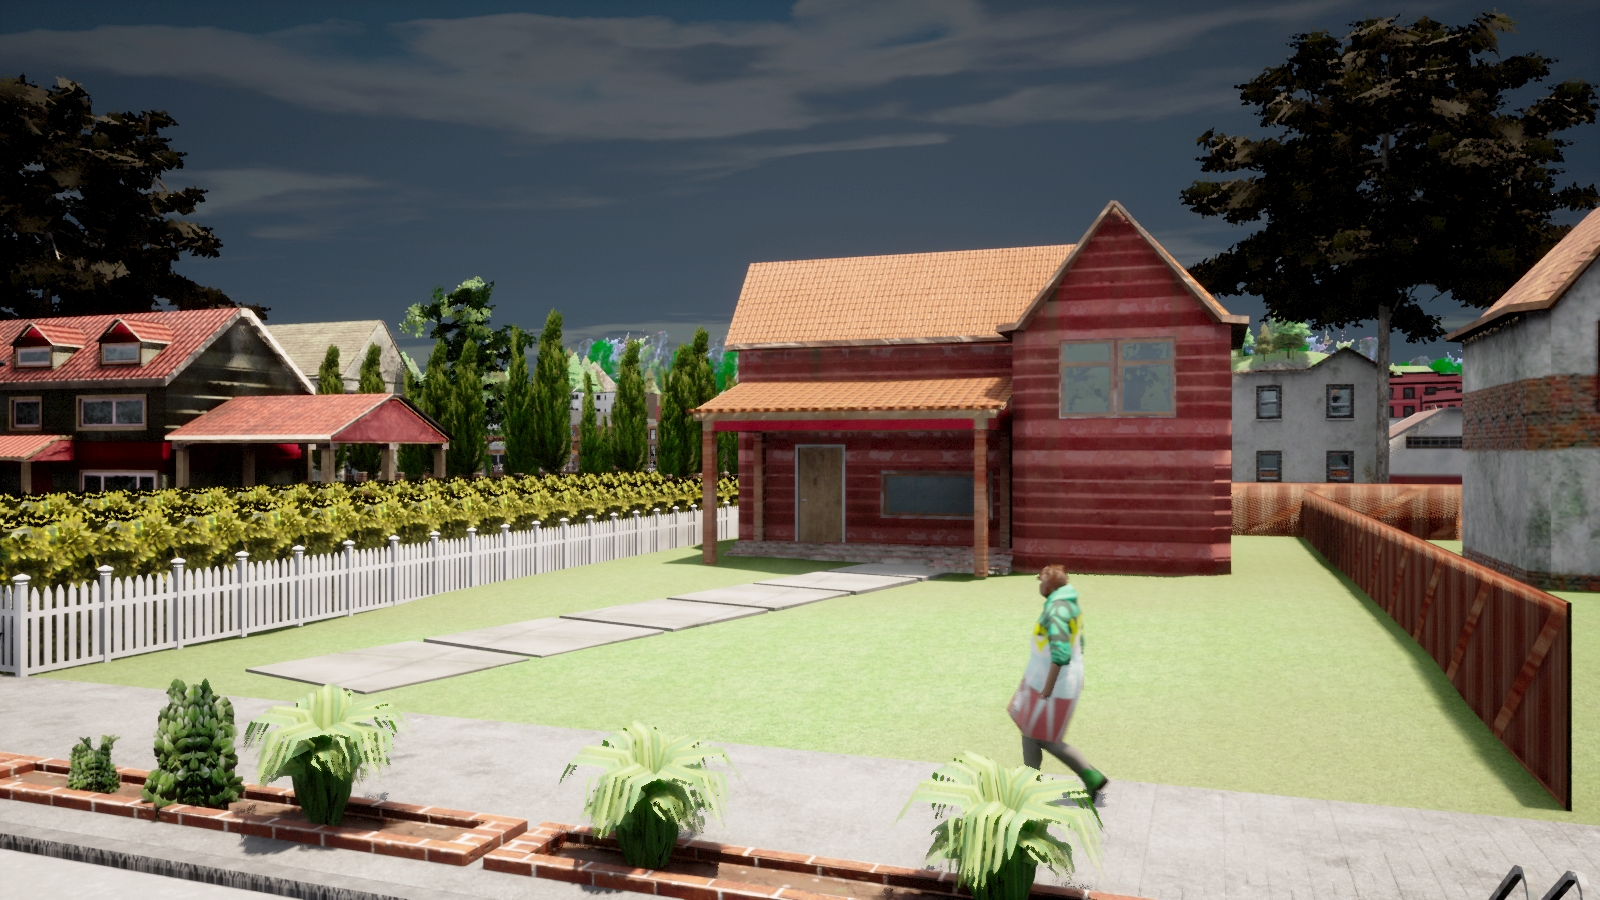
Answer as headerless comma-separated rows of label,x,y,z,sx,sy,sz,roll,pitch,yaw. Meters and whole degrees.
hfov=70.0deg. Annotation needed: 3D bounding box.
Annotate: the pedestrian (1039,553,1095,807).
pedestrian,2.061,1.744,8.797,0.375,1.860,0.375,0,0,20
